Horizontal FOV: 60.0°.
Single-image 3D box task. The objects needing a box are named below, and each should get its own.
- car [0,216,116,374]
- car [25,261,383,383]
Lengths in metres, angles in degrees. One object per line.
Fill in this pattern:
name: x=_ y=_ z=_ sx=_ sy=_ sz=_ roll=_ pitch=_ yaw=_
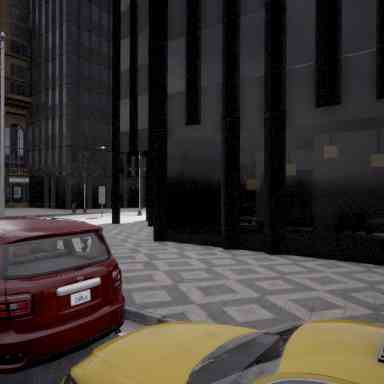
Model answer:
car: x=-3.242 y=1.314 z=5.271 sx=5.009 sy=1.841 sz=2.192 roll=0 pitch=0 yaw=36
car: x=1.037 y=1.525 z=2.220 sx=4.829 sy=1.417 sz=1.752 roll=0 pitch=0 yaw=36
